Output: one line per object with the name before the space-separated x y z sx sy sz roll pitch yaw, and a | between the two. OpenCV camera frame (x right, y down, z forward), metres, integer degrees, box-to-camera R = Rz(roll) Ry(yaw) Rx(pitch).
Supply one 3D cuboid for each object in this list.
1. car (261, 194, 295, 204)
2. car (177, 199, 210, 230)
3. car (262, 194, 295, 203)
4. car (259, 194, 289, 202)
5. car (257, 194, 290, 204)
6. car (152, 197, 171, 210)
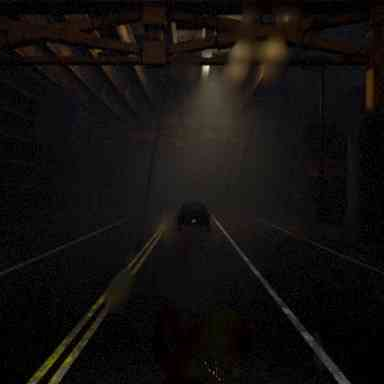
car | 13.271 1.123 51.167 4.974 1.542 2.038 0 1 -20
car | 0.103 1.418 20.707 1.882 1.535 5.008 0 0 0
car | 13.320 0.965 51.183 4.536 1.218 1.853 0 1 -20
car | 13.646 0.927 55.302 4.536 1.218 1.853 0 1 25
car | 13.598 1.084 55.325 4.974 1.542 2.038 0 1 25
car | -3.527 1.324 39.574 2.033 1.411 5.357 0 0 1
